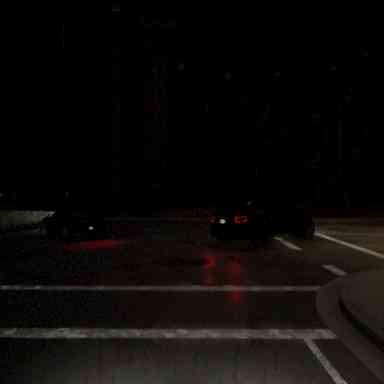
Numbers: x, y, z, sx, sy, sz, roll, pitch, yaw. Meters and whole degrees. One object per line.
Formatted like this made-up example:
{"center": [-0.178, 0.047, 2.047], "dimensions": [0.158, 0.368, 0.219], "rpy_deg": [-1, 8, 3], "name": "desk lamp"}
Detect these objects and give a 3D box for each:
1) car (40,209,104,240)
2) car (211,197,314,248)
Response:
{"center": [-6.684, 1.661, 18.409], "dimensions": [1.882, 1.535, 5.008], "rpy_deg": [1, -1, -42], "name": "car"}
{"center": [3.364, 1.281, 15.453], "dimensions": [5.566, 2.045, 2.150], "rpy_deg": [-1, -2, -39], "name": "car"}
